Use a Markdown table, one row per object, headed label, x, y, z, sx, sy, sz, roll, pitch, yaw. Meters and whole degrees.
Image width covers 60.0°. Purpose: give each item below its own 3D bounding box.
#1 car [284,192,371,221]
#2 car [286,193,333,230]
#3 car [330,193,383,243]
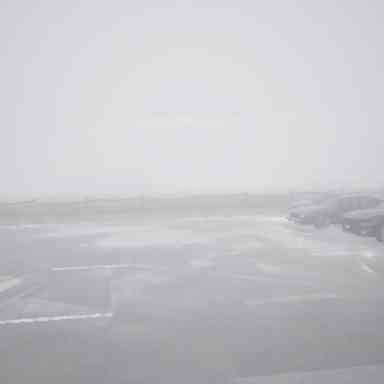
| label | x | y | z | sx | sy | sz | roll | pitch | yaw |
| --- | --- | --- | --- | --- | --- | --- | --- | --- | --- |
| car | 7.665 | 0.767 | 19.087 | 4.181 | 1.385 | 1.994 | -2 | 2 | -6 |
| car | 7.237 | 0.865 | 15.524 | 5.357 | 1.411 | 2.033 | -2 | 2 | -6 |
| car | 7.997 | 0.871 | 12.083 | 5.008 | 1.535 | 1.882 | -2 | 2 | -6 |
